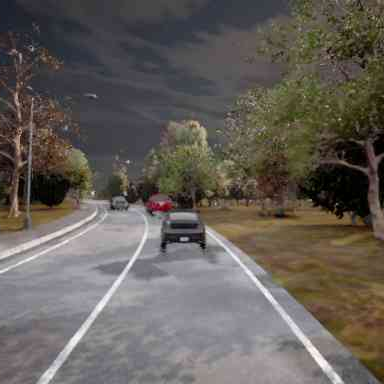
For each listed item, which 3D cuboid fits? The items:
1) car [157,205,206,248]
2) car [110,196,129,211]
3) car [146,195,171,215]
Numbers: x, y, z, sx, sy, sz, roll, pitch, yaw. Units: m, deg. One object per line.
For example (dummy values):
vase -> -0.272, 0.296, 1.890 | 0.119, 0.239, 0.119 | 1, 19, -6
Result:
car -> -0.472, 1.549, 15.066 | 1.837, 1.490, 4.892 | 0, 0, -4
car -> -9.103, 1.357, 41.635 | 2.097, 1.767, 4.553 | 1, 0, -16
car -> -3.558, 1.311, 35.163 | 2.150, 2.045, 5.566 | 1, 0, -13
